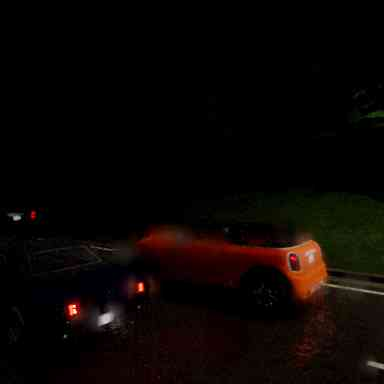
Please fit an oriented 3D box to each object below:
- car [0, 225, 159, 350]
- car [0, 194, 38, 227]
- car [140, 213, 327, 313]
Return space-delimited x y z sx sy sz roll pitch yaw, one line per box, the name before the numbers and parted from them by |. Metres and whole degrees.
car | -3.065 1.556 6.178 4.718 1.301 1.895 1 0 35
car | -9.141 1.103 14.809 5.566 2.045 2.150 1 0 35
car | 0.635 1.323 7.842 4.553 1.767 2.097 1 0 36
